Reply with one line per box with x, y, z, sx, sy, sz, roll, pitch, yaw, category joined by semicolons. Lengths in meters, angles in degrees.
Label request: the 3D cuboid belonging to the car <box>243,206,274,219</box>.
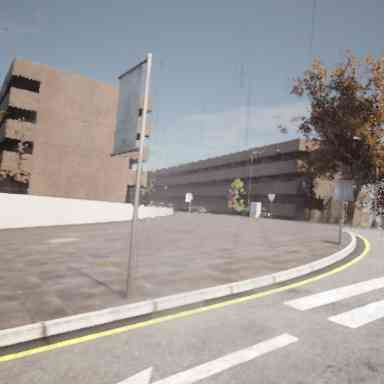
8.071;2.511;40.599;2.128;1.511;4.902;6;-3;-23;car

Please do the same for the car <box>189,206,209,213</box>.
1.130;3.138;55.959;2.128;1.511;4.902;6;-6;-25;car
